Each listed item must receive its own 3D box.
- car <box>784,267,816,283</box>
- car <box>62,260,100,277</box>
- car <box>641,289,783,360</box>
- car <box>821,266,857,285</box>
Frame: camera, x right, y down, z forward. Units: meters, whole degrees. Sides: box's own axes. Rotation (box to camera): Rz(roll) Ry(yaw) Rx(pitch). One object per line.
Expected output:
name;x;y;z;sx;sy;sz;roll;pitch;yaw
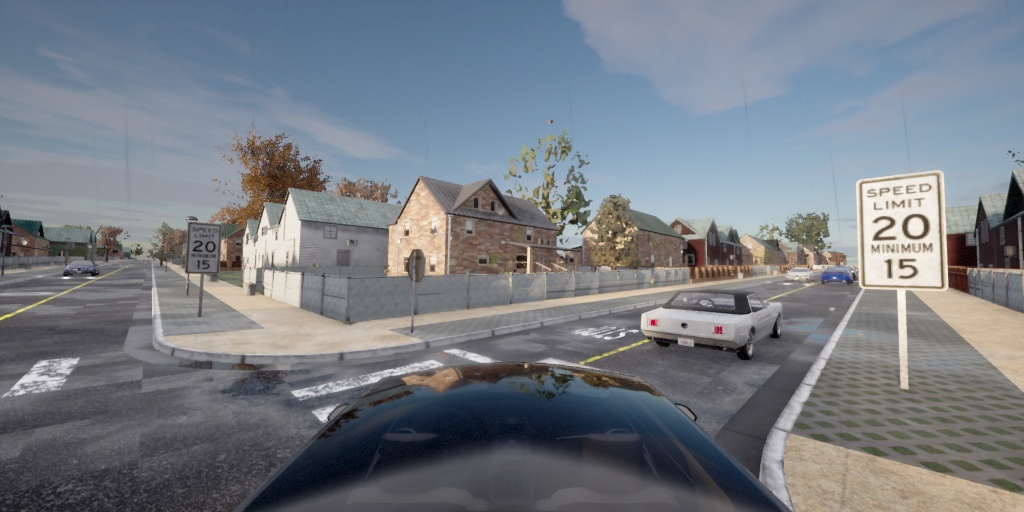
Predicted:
car;28.326;1.855;35.206;4.674;1.442;1.812;1;-2;-44
car;-40.003;1.130;33.409;4.674;1.442;1.812;0;-3;45
car;5.025;1.441;8.633;4.718;1.301;1.895;1;-2;-44
car;28.917;1.719;31.859;5.008;1.535;1.882;1;-2;-44
